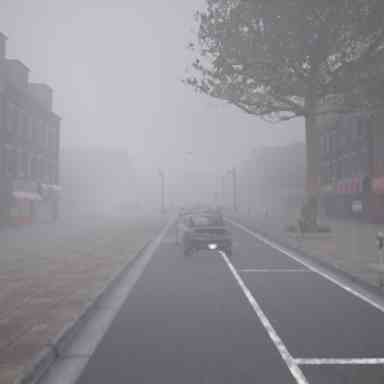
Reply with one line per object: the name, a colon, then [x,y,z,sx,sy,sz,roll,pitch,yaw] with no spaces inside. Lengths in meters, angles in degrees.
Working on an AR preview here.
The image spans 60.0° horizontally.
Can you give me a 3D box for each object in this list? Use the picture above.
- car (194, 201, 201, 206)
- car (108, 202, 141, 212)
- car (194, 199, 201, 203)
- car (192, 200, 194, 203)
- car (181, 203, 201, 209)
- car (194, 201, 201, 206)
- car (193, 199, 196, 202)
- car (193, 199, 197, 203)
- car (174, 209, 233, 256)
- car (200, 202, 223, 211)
car: [1.516,3.114,89.490,1.752,1.417,4.829,1,-1,-1]
car: [-10.131,2.330,50.296,4.892,1.490,1.837,0,-4,1]
car: [1.870,2.554,62.141,1.947,1.339,4.313,1,-1,-1]
car: [1.588,3.023,83.884,1.947,1.339,4.313,1,-1,-1]
car: [-0.345,2.114,35.205,1.895,1.301,4.718,0,-1,-1]
car: [1.446,3.244,94.926,1.752,1.417,4.829,1,-1,-1]
car: [1.728,2.742,73.182,1.752,1.417,4.829,1,-1,-1]
car: [1.799,2.664,67.576,1.947,1.339,4.313,1,-1,-1]
car: [0.391,1.696,14.075,1.837,1.490,4.892,0,-1,-8]
car: [2.221,1.955,35.402,1.967,1.590,4.097,2,-1,-1]
